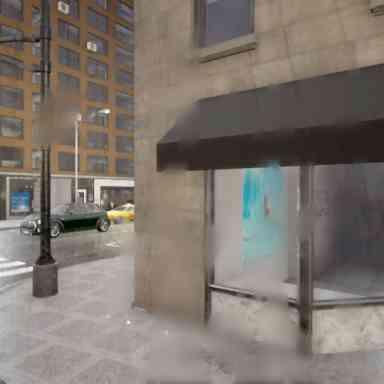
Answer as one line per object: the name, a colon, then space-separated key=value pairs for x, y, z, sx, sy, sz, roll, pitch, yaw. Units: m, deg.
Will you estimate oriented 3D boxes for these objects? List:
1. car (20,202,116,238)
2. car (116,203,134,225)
car: x=-6.674 y=1.360 z=17.848 sx=2.097 sy=1.767 sz=4.553 roll=0 pitch=0 yaw=36
car: x=-4.871 y=1.541 z=24.673 sx=1.752 sy=1.417 sz=4.829 roll=0 pitch=0 yaw=36
